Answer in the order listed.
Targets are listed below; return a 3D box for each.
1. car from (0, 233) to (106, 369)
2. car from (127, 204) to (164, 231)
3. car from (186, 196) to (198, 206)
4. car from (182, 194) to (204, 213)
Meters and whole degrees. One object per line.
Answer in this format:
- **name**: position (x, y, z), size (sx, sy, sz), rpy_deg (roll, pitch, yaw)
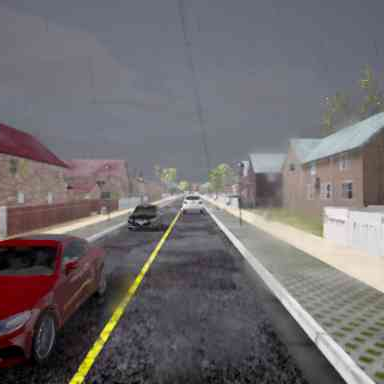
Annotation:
- **car**: position (-2.833, 1.535, 5.941), size (1.812, 1.442, 4.674), rpy_deg (0, 0, 0)
- **car**: position (-2.851, 1.536, 21.114), size (1.837, 1.490, 4.892), rpy_deg (0, 0, 0)
- **car**: position (-0.003, 1.549, 57.372), size (1.882, 1.535, 5.008), rpy_deg (0, 0, 0)
- **car**: position (0.110, 1.274, 37.289), size (2.150, 2.045, 5.566), rpy_deg (0, 0, 0)
